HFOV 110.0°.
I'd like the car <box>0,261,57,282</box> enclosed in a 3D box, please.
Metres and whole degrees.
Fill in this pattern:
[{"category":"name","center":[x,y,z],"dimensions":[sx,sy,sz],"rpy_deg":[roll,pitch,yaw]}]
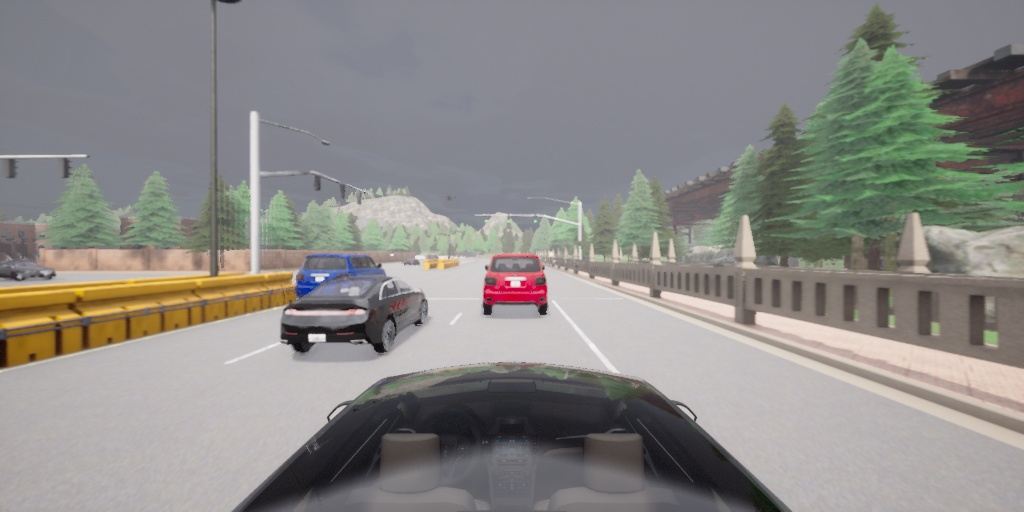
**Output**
[{"category":"car","center":[-37.634,1.120,27.151],"dimensions":[4.902,1.511,2.128],"rpy_deg":[0,0,0]}]

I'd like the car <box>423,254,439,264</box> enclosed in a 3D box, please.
[{"category":"car","center":[-13.971,0.835,62.429],"dimensions":[2.097,1.767,4.553],"rpy_deg":[0,0,1]}]

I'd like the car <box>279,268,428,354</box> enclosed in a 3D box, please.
[{"category":"car","center":[-3.393,1.210,8.668],"dimensions":[2.128,1.511,4.902],"rpy_deg":[0,0,0]}]

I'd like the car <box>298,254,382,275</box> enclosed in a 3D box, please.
[{"category":"car","center":[-7.155,0.911,15.698],"dimensions":[2.150,2.045,5.566],"rpy_deg":[0,1,-4]}]

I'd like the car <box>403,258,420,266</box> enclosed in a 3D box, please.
[{"category":"car","center":[-17.469,1.046,62.292],"dimensions":[1.994,1.385,4.181],"rpy_deg":[0,0,1]}]

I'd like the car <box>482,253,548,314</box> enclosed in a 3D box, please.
[{"category":"car","center":[0.111,0.921,13.624],"dimensions":[2.150,2.045,5.566],"rpy_deg":[0,0,0]}]
